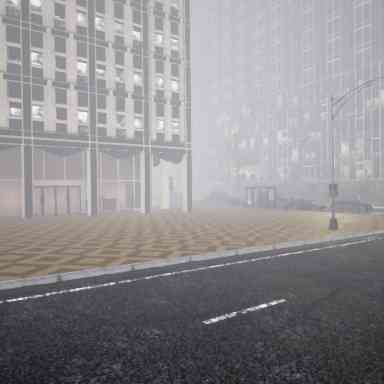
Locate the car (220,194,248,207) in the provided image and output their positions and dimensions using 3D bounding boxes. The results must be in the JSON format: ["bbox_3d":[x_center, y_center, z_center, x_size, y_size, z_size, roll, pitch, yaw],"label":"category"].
[{"bbox_3d":[6.373,1.317,45.949,1.947,1.339,4.313,-1,1,-34],"label":"car"}]

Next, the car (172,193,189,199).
[{"bbox_3d":[-2.663,0.933,74.178,1.802,1.307,4.206,0,1,-34],"label":"car"}]

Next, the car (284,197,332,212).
[{"bbox_3d":[12.713,1.422,36.512,1.947,1.339,4.313,-1,1,-34],"label":"car"}]

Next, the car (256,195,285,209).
[{"bbox_3d":[9.526,1.386,41.220,1.802,1.307,4.206,-1,1,-34],"label":"car"}]

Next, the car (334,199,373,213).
[{"bbox_3d":[16.800,1.406,35.330,1.994,1.385,4.181,-1,1,-34],"label":"car"}]

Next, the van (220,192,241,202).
[{"bbox_3d":[6.940,0.852,60.086,1.690,1.788,3.998,-1,1,-34],"label":"van"}]

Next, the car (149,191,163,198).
[{"bbox_3d":[-9.066,0.683,83.568,1.967,1.590,4.097,0,1,-34],"label":"car"}]

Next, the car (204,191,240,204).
[{"bbox_3d":[4.915,0.871,52.780,2.150,2.045,5.566,-1,1,-34],"label":"car"}]

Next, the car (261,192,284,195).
[{"bbox_3d":[10.942,0.969,43.920,2.150,2.045,5.566,-1,1,-34],"label":"car"}]

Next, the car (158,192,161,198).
[{"bbox_3d":[-5.865,0.612,78.871,2.192,1.841,5.009,0,1,-34],"label":"car"}]

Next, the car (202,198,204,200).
[{"bbox_3d":[3.739,1.040,64.785,1.802,1.307,4.206,-1,1,-34],"label":"car"}]

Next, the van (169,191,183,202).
[{"bbox_3d":[-3.185,0.935,60.064,1.690,1.788,3.998,0,1,-34],"label":"van"}]

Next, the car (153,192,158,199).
[{"bbox_3d":[-9.588,1.037,69.459,2.008,1.369,4.403,0,1,-34],"label":"car"}]
